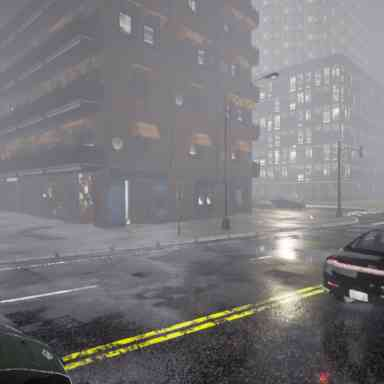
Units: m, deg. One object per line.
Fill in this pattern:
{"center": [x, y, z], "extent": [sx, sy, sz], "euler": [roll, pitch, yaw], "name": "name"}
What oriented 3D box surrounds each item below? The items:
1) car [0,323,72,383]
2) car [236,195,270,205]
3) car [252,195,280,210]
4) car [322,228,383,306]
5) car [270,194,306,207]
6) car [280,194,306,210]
{"center": [-2.820, 1.352, 1.472], "extent": [4.553, 1.767, 2.097], "euler": [0, 0, -36], "name": "car"}
{"center": [8.650, 1.099, 47.239], "extent": [4.313, 1.339, 1.947], "euler": [1, 0, 44], "name": "car"}
{"center": [6.965, 1.193, 37.140], "extent": [4.829, 1.417, 1.752], "euler": [1, 0, 44], "name": "car"}
{"center": [4.703, 1.491, 6.928], "extent": [4.902, 1.511, 2.128], "euler": [0, 0, -36], "name": "car"}
{"center": [12.580, 1.057, 43.599], "extent": [4.097, 1.590, 1.967], "euler": [1, 0, 44], "name": "car"}
{"center": [10.545, 1.255, 37.404], "extent": [4.181, 1.385, 1.994], "euler": [1, 1, 44], "name": "car"}
